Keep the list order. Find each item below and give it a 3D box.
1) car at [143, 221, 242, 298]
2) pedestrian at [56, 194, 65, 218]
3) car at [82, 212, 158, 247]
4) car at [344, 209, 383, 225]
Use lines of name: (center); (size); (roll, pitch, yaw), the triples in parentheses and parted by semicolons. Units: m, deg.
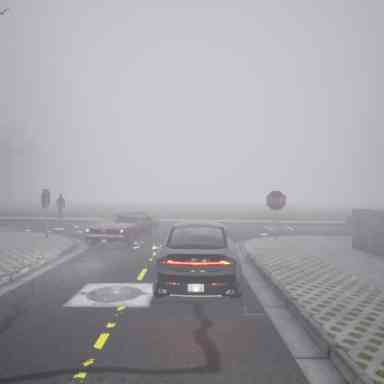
car: (0.176, 1.503, 8.500); (1.837, 1.490, 4.892); (0, 0, 3)
pedestrian: (-9.685, 0.997, 24.504); (0.375, 1.860, 0.375); (0, -1, 0)
car: (-3.042, 1.598, 15.156); (1.895, 1.301, 4.718); (0, 0, 11)
car: (12.634, 1.788, 21.742); (4.718, 1.301, 1.895); (1, 0, 0)
